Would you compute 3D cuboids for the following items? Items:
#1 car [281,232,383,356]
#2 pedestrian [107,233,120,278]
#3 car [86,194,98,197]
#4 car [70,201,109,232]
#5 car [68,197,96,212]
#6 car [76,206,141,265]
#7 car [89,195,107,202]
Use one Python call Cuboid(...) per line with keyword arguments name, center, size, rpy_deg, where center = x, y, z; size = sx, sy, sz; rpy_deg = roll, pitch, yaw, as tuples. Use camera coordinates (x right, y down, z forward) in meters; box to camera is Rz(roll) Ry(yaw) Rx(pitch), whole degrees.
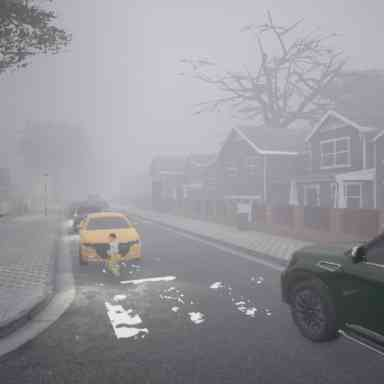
Cuboid(name="car", center=(3.368, 1.214, 3.729), size=(2.150, 2.045, 5.566), rpy_deg=(-1, 0, -21))
Cuboid(name="pedestrian", center=(-2.002, 1.605, 8.752), size=(0.375, 1.300, 0.375), rpy_deg=(0, 0, -21))
Cuboid(name="car", center=(-15.673, 1.350, 52.324), size=(2.150, 2.045, 5.566), rpy_deg=(-1, 0, -21))
Cuboid(name="car", center=(-6.494, 1.556, 20.937), size=(1.837, 1.490, 4.892), rpy_deg=(-1, 0, -21))
Cuboid(name="car", center=(-10.710, 1.571, 31.778), size=(2.128, 1.511, 4.902), rpy_deg=(-1, 0, -21))
Cuboid(name="car", center=(-3.145, 1.513, 12.194), size=(1.882, 1.535, 5.008), rpy_deg=(-1, 0, -19))
Cuboid(name="car", center=(-11.813, 1.563, 42.553), size=(1.882, 1.535, 5.008), rpy_deg=(-1, 0, -21))
